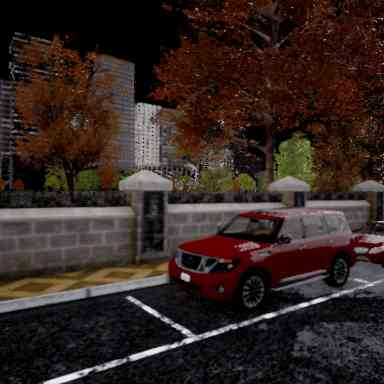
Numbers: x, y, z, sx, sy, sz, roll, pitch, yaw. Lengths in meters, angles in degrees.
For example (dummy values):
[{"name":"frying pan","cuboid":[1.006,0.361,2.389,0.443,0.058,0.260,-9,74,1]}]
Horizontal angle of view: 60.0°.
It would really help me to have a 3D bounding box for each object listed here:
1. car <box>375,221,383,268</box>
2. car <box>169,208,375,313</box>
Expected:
[{"name":"car","cuboid":[6.542,1.658,11.240,4.206,1.307,1.802,0,0,-36]},{"name":"car","cuboid":[1.923,1.355,7.936,5.009,1.841,2.192,0,0,-36]}]
